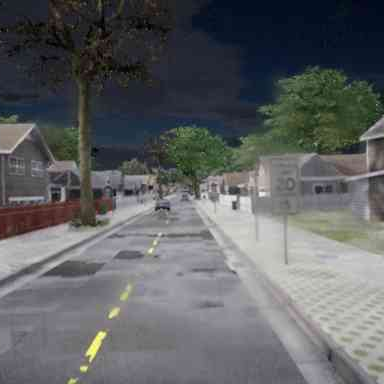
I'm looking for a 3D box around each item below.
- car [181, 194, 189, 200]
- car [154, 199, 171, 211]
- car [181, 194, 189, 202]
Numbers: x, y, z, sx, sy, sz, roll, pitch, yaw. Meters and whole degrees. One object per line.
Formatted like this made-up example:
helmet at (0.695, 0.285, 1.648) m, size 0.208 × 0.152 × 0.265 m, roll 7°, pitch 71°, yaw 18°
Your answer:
car at (-1.838, 1.354, 86.826) m, size 2.033 × 1.411 × 5.357 m, roll -1°, pitch 0°, yaw -1°
car at (-3.613, 1.602, 41.770) m, size 2.033 × 1.411 × 5.357 m, roll -1°, pitch 0°, yaw -1°
car at (-1.611, 1.474, 76.410) m, size 2.033 × 1.411 × 5.357 m, roll -1°, pitch 0°, yaw -1°
